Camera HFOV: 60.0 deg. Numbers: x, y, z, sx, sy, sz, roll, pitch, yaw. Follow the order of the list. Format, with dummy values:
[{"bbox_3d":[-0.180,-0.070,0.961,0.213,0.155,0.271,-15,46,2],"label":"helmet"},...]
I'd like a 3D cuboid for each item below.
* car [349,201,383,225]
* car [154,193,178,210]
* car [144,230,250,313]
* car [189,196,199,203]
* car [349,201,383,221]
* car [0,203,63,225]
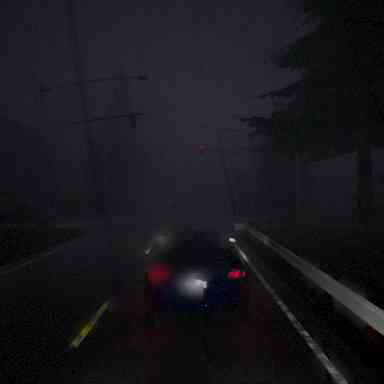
[{"bbox_3d":[13.356,1.510,22.955,4.674,1.442,1.812,0,0,1],"label":"car"},{"bbox_3d":[-3.309,1.352,42.244,2.097,1.767,4.553,0,0,1],"label":"car"},{"bbox_3d":[0.111,1.564,7.745,1.994,1.385,4.181,0,0,1],"label":"car"},{"bbox_3d":[0.444,1.525,66.310,1.812,1.442,4.674,0,0,0],"label":"car"},{"bbox_3d":[15.461,1.489,26.657,4.892,1.490,1.837,0,0,0],"label":"car"},{"bbox_3d":[-11.506,1.510,23.318,4.674,1.442,1.812,0,0,1],"label":"car"}]
